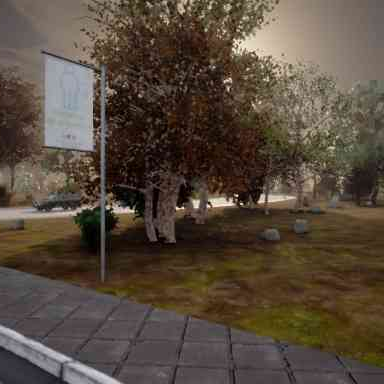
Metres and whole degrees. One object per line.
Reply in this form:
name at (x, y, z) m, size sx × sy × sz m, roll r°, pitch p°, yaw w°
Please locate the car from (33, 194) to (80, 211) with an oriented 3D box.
car at (-16.251, 1.211, 40.375) m, size 2.150 × 2.045 × 5.566 m, roll 0°, pitch 0°, yaw 38°
